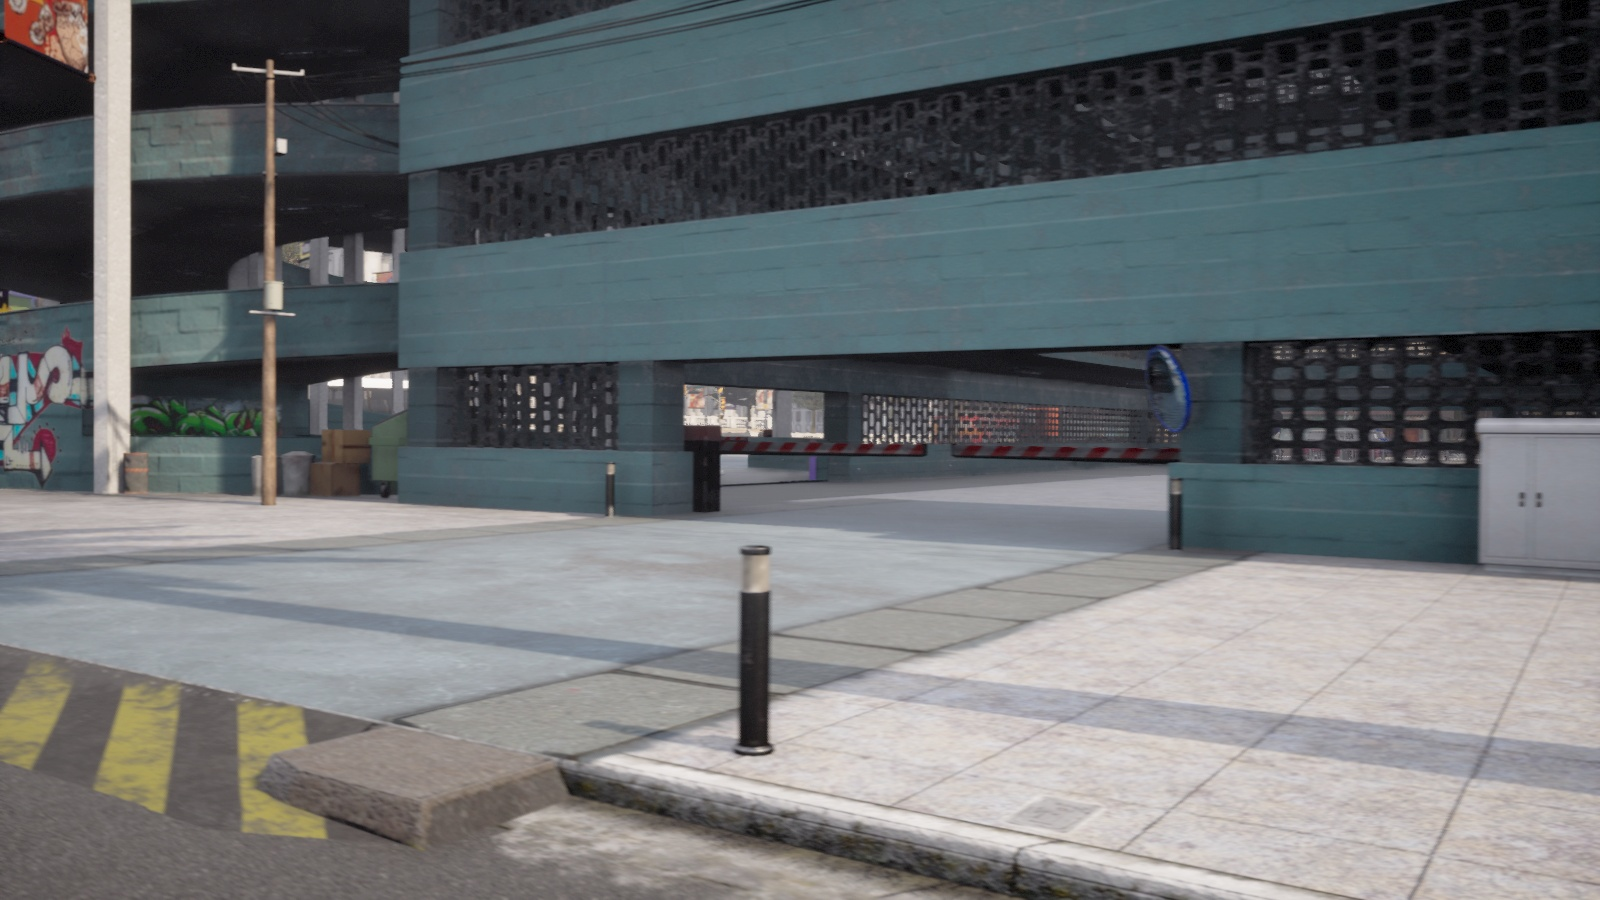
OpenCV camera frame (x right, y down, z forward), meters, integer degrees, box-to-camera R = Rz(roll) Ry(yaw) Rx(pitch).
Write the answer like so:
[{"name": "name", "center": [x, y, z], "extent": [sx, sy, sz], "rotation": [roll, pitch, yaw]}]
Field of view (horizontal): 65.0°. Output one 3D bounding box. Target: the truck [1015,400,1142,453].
[{"name": "truck", "center": [18.918, -1.590, 85.602], "extent": [7.936, 3.462, 2.891], "rotation": [0, 1, 34]}]

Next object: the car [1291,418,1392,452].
[{"name": "car", "center": [34.318, -0.947, 79.578], "extent": [5.566, 2.045, 2.150], "rotation": [0, 1, 34]}]

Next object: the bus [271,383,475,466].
[{"name": "bus", "center": [-23.214, -1.377, 69.068], "extent": [3.944, 4.253, 10.273], "rotation": [0, 1, 34]}]

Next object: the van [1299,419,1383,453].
[{"name": "van", "center": [32.862, -0.856, 76.347], "extent": [4.442, 1.987, 1.775], "rotation": [0, 1, 34]}]
